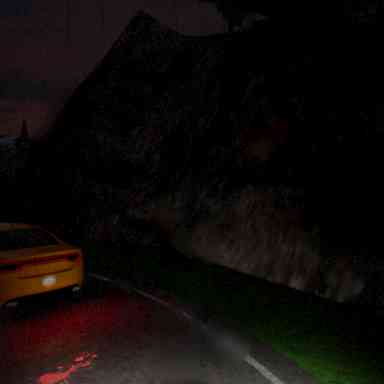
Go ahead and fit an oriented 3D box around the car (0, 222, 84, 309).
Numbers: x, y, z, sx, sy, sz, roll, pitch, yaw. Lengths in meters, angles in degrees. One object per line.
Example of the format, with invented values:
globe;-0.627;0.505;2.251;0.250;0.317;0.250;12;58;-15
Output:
car;-4.421;1.436;7.574;5.008;1.535;1.882;0;0;41
